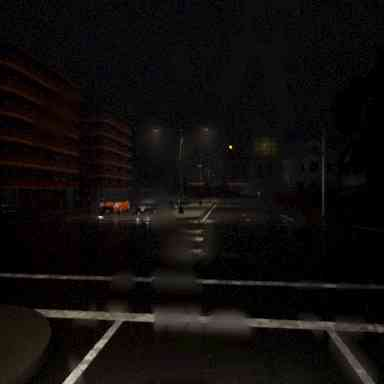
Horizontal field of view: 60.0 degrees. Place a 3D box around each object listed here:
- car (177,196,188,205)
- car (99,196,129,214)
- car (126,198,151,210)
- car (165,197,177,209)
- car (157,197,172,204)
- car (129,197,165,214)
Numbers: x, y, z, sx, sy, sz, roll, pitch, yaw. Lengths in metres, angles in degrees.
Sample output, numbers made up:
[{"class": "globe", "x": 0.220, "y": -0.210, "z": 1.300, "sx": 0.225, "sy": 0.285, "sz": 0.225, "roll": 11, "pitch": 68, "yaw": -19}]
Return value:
[{"class": "car", "x": -1.920, "y": 1.472, "z": 59.842, "sx": 2.128, "sy": 1.511, "sz": 4.902, "roll": 0, "pitch": 0, "yaw": 6}, {"class": "car", "x": -8.083, "y": 1.339, "z": 34.989, "sx": 2.097, "sy": 1.767, "sz": 4.553, "roll": 0, "pitch": 0, "yaw": 6}, {"class": "car", "x": -7.093, "y": 1.528, "z": 44.407, "sx": 2.033, "sy": 1.411, "sz": 5.357, "roll": 0, "pitch": 0, "yaw": 6}, {"class": "car", "x": -3.601, "y": 1.585, "z": 44.180, "sx": 1.895, "sy": 1.301, "sz": 4.718, "roll": 0, "pitch": 0, "yaw": 6}, {"class": "car", "x": -5.095, "y": 1.579, "z": 62.913, "sx": 1.895, "sy": 1.301, "sz": 4.718, "roll": 0, "pitch": 0, "yaw": 6}, {"class": "car", "x": -4.569, "y": 1.479, "z": 34.916, "sx": 2.128, "sy": 1.511, "sz": 4.902, "roll": 0, "pitch": 0, "yaw": 6}]
